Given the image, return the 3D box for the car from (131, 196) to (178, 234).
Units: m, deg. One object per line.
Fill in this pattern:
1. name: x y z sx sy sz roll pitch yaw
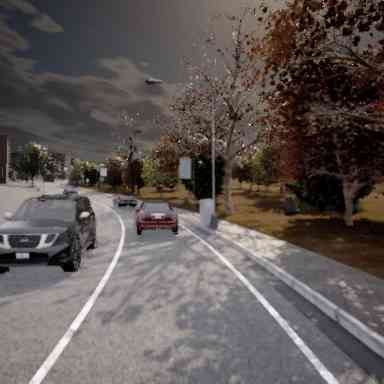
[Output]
1. car: -2.077 1.201 18.347 2.097 1.767 4.553 0 1 -11

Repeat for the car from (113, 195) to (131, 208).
1. car: -7.169 0.993 35.192 1.895 1.301 4.718 1 2 -22

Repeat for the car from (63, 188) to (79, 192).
1. car: -18.286 0.067 50.031 2.033 1.411 5.357 1 2 -27

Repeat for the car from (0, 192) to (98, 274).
1. car: -4.469 1.158 10.809 2.150 2.045 5.566 0 1 -8
